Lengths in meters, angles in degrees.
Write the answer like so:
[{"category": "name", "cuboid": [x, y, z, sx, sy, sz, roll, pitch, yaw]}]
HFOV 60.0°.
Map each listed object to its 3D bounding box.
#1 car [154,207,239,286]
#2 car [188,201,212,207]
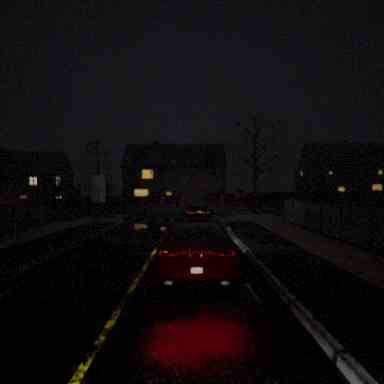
[{"category": "car", "cuboid": [0.111, 1.420, 9.219, 1.882, 1.535, 5.008, 0, 0, 0]}, {"category": "car", "cuboid": [0.546, 1.379, 21.998, 1.837, 1.490, 4.892, 0, 0, 6]}]
